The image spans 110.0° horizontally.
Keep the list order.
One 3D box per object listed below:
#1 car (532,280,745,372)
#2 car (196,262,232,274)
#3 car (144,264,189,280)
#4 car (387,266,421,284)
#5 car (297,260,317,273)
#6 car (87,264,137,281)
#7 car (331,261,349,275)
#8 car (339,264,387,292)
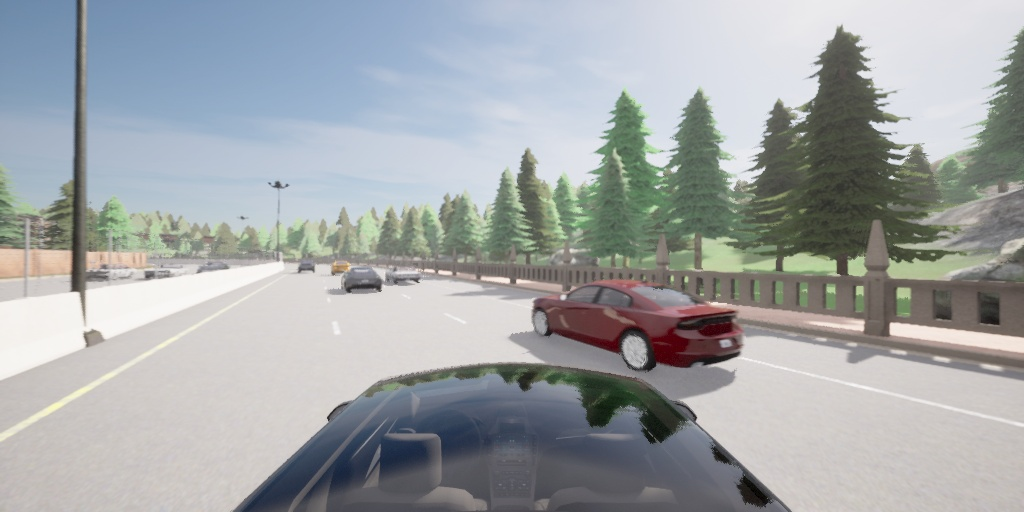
[{"bbox_3d":[2.290,1.269,7.981,1.882,1.535,5.008,0,0,-28],"label":"car"},{"bbox_3d":[-27.436,1.280,33.164,2.128,1.511,4.902,0,0,-28],"label":"car"},{"bbox_3d":[-30.856,1.368,32.137,1.895,1.301,4.718,0,0,-28],"label":"car"},{"bbox_3d":[-8.628,1.446,28.146,1.895,1.301,4.718,0,0,-28],"label":"car"},{"bbox_3d":[-25.586,1.345,44.768,2.128,1.511,4.902,0,0,-28],"label":"car"},{"bbox_3d":[-33.670,1.345,29.974,1.895,1.301,4.718,0,0,-28],"label":"car"},{"bbox_3d":[-19.608,1.339,41.078,1.882,1.535,5.008,0,0,-28],"label":"car"},{"bbox_3d":[-9.154,1.375,21.767,1.994,1.385,4.181,0,0,-28],"label":"car"}]
